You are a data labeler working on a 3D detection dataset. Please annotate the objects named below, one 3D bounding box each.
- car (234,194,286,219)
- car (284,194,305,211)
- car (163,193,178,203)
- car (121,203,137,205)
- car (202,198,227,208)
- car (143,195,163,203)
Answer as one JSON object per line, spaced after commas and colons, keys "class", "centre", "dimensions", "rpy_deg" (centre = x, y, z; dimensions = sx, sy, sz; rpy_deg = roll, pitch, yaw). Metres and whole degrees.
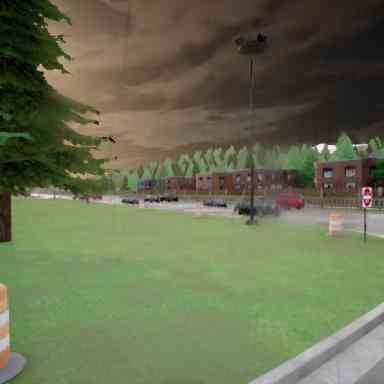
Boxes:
{"class": "car", "centre": [5.757, 1.352, 29.847], "dimensions": [2.097, 1.767, 4.553], "rpy_deg": [0, 0, -30]}
{"class": "car", "centre": [11.363, 1.221, 41.260], "dimensions": [2.150, 2.045, 5.566], "rpy_deg": [0, 0, -30]}
{"class": "car", "centre": [-4.858, 1.221, 69.918], "dimensions": [2.150, 2.045, 5.566], "rpy_deg": [0, 0, -30]}
{"class": "car", "centre": [-11.305, 1.601, 59.988], "dimensions": [1.895, 1.301, 4.718], "rpy_deg": [0, 0, -29]}
{"class": "car", "centre": [3.208, 1.564, 48.561], "dimensions": [1.994, 1.385, 4.181], "rpy_deg": [0, 0, -30]}
{"class": "car", "centre": [-8.520, 1.353, 69.278], "dimensions": [2.097, 1.767, 4.553], "rpy_deg": [0, 0, -30]}
